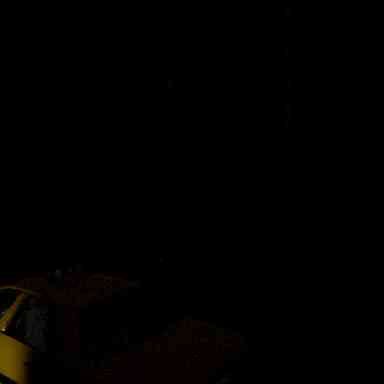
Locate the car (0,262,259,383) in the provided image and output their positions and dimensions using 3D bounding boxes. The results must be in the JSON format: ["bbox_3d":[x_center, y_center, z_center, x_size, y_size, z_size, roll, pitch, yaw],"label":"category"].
[{"bbox_3d":[-1.652,1.534,3.987,4.829,1.417,1.752,0,0,35],"label":"car"}]
